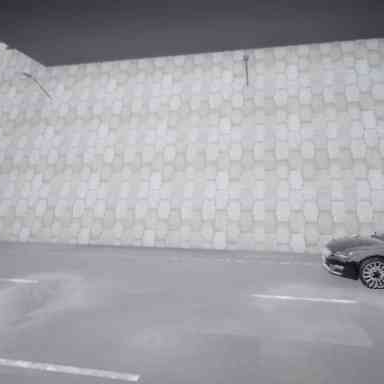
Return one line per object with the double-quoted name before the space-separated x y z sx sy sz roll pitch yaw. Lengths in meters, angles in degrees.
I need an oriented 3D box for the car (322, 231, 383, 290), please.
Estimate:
"car" 5.826 1.488 8.134 4.902 1.511 2.128 0 0 12
